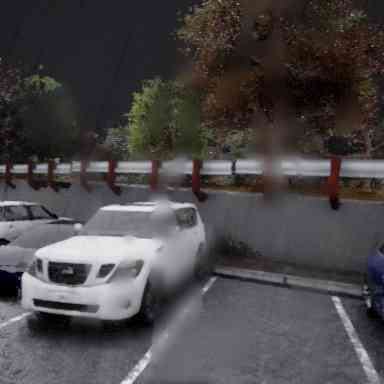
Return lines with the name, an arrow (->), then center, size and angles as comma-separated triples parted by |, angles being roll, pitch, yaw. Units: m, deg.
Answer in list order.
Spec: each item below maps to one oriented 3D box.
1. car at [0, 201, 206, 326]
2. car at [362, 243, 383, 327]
car -> -1.199, 1.271, 7.680 | 2.435, 2.045, 5.566 | 0, -1, 16
car -> 3.727, 1.357, 4.220 | 2.185, 1.767, 4.553 | 0, -1, 16
